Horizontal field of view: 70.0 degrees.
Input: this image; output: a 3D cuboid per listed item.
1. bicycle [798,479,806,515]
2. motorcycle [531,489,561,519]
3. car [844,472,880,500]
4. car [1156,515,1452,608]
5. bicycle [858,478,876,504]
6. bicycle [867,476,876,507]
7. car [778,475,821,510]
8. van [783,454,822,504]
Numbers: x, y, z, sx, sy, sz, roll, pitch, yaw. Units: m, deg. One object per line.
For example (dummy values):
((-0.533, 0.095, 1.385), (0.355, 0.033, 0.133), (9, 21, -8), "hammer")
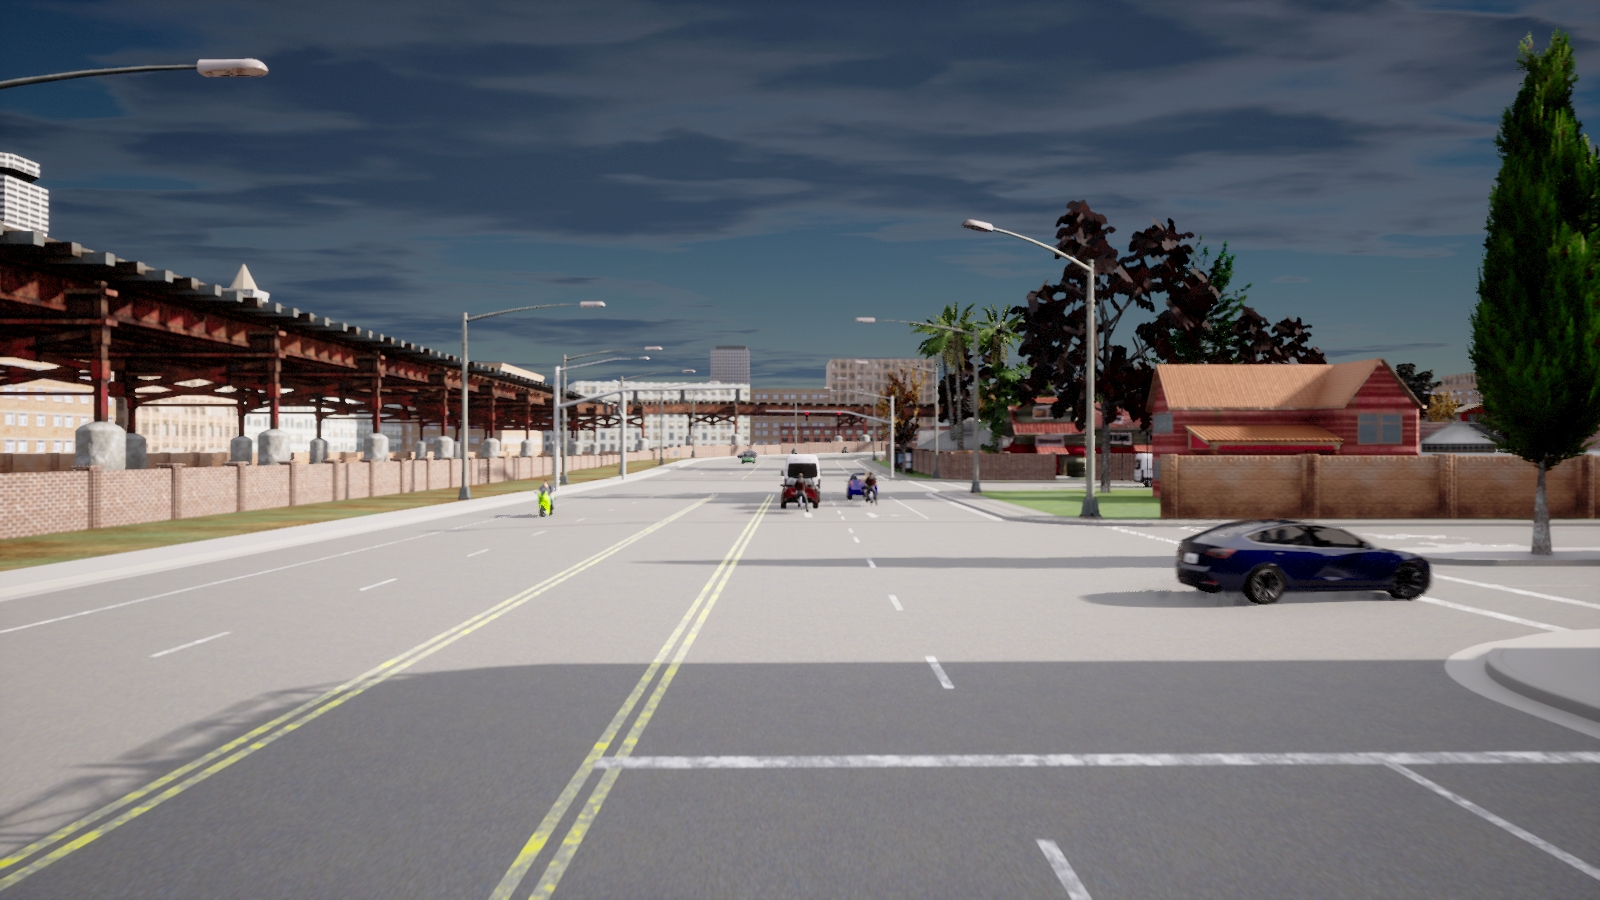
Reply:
((0.070, 2.041, 50.307), (0.329, 1.496, 1.835), (-1, 0, 0), "bicycle")
((-10.477, 2.209, 47.225), (0.803, 1.145, 2.033), (0, 0, 0), "motorcycle")
((3.491, 2.033, 64.814), (1.845, 1.501, 3.633), (0, 0, 0), "car")
((9.517, 2.061, 21.755), (4.792, 1.488, 2.163), (0, 0, -12), "car")
((3.522, 2.141, 60.218), (0.859, 1.301, 1.487), (0, 0, -1), "bicycle")
((3.531, 2.043, 56.590), (0.329, 1.496, 1.835), (0, 0, 0), "bicycle")
((-0.016, 2.035, 55.513), (2.007, 1.525, 4.514), (0, 0, 0), "car")
((0.092, 1.530, 62.493), (1.988, 2.561, 5.915), (0, 0, -1), "van")
